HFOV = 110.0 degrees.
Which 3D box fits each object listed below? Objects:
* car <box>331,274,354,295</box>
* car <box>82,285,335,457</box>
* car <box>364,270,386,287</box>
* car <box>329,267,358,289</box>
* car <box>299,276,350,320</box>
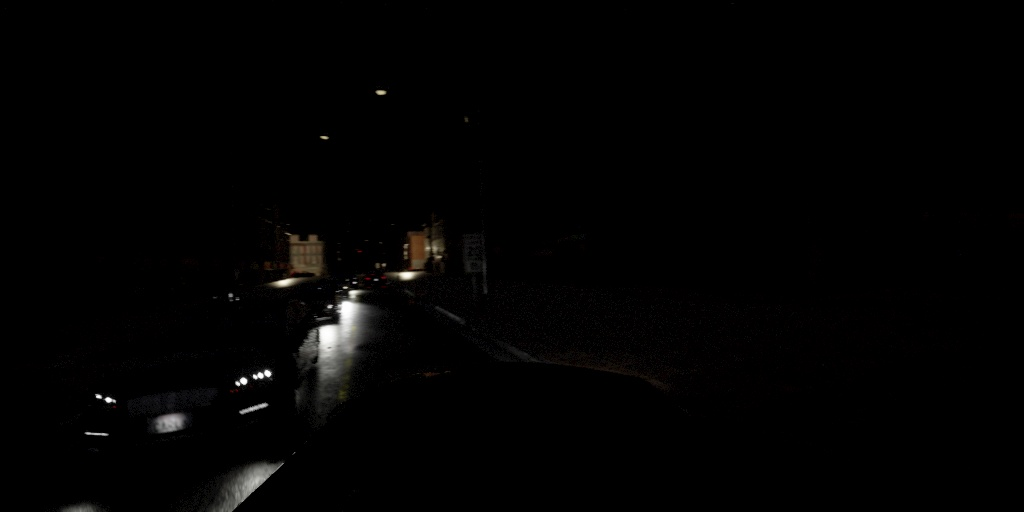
[{"bbox_3d":[-11.892,2.139,24.105,1.895,1.301,4.718,-2,-1,-22],"label":"car"},{"bbox_3d":[-4.344,1.466,5.837,2.128,1.511,4.902,-2,-1,-22],"label":"car"},{"bbox_3d":[-14.211,2.392,37.305,1.994,1.385,4.181,-2,-1,-22],"label":"car"},{"bbox_3d":[-15.939,2.068,34.002,2.150,2.045,5.566,-2,-1,-24],"label":"car"},{"bbox_3d":[-8.095,1.800,14.912,2.033,1.411,5.357,-2,-1,-22],"label":"car"}]
